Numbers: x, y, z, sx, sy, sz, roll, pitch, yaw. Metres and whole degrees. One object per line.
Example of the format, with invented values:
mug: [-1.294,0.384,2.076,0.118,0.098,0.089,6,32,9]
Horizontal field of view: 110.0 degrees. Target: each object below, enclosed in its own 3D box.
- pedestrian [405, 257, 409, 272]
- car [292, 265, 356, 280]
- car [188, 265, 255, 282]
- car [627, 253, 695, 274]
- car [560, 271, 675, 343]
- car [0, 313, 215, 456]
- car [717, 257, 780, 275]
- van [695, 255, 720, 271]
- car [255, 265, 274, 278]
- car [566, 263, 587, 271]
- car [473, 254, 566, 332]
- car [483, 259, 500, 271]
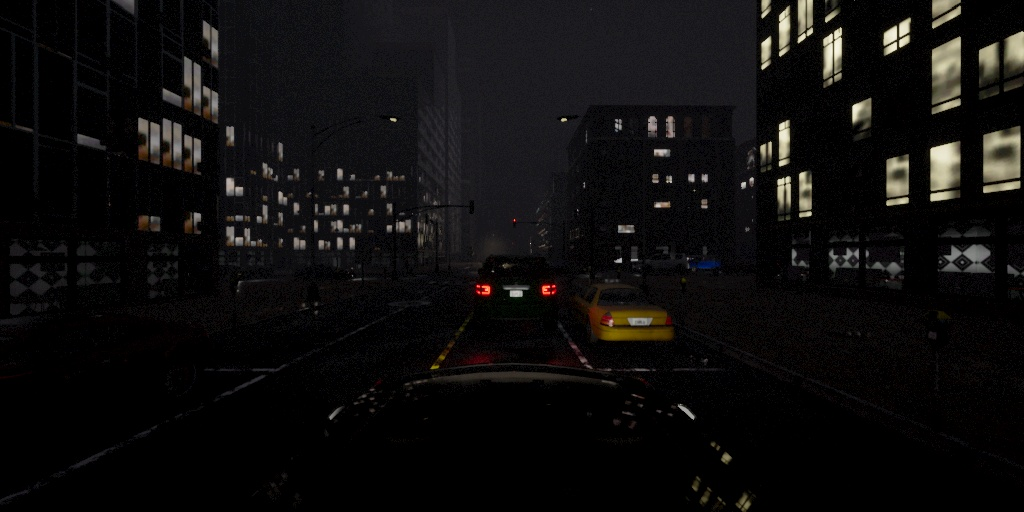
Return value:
pedestrian: [-12.390,1.016,42.297,0.375,1.860,0.375,0,1,-1]
car: [-17.721,1.511,33.861,5.357,1.411,2.033,-1,0,-1]
car: [-27.536,1.600,33.726,4.892,1.490,1.837,-1,0,-1]
car: [15.398,0.751,37.228,5.566,2.045,2.150,-1,0,-1]
car: [2.558,1.274,9.475,1.751,1.417,4.829,0,0,0]
car: [-5.317,1.332,3.738,1.802,1.307,4.207,0,0,0]
car: [21.057,1.015,31.878,4.507,1.381,1.888,0,0,-1]
van: [20.941,0.795,39.758,3.998,1.789,1.690,0,0,-1]
car: [-28.439,1.645,39.096,4.403,1.370,2.007,0,0,-1]
car: [4.579,1.219,34.801,5.357,1.411,2.033,-1,0,20]
car: [0.090,0.970,11.028,2.150,2.045,5.566,0,0,0]
car: [-2.892,1.238,51.446,2.128,1.511,4.902,0,0,0]
